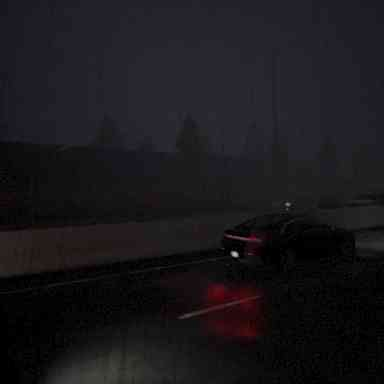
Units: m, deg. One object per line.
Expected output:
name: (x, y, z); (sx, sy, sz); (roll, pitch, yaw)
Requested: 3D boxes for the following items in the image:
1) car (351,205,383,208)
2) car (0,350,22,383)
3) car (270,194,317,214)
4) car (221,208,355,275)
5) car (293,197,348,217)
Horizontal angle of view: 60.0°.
car: (14.644, 0.985, 27.328); (5.566, 2.045, 2.150); (-1, 0, -35)
car: (-3.353, 1.522, 1.356); (4.892, 1.490, 1.837); (-1, 0, -35)
car: (9.984, 1.121, 32.601); (4.553, 1.767, 2.097); (-1, 0, -35)
car: (3.110, 1.420, 10.262); (4.902, 1.511, 2.128); (-1, 0, -35)
car: (11.362, 1.268, 29.286); (4.902, 1.511, 2.128); (-1, 0, -35)
